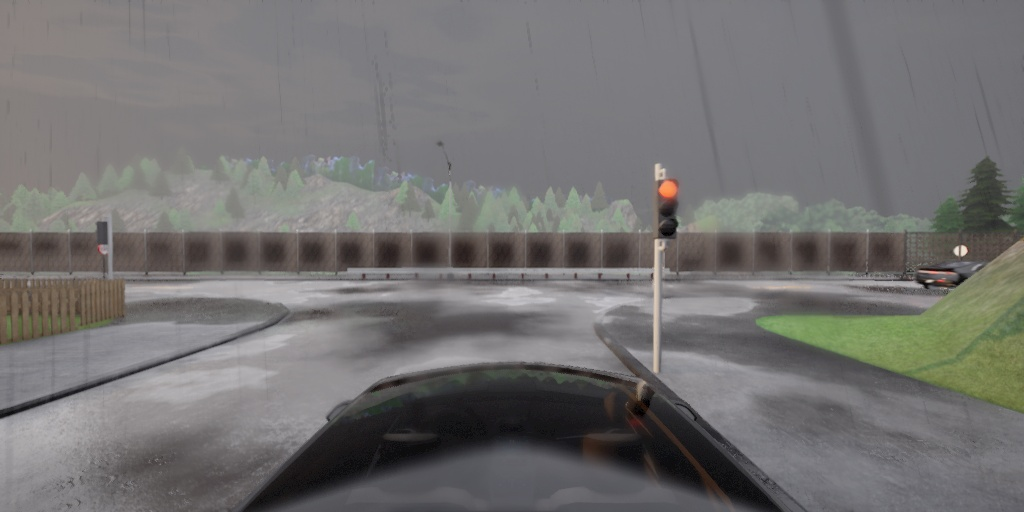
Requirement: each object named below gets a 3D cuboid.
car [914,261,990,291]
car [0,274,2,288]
[{"bbox_3d":[21.397,0.981,16.286,4.902,1.511,2.128,1,1,0],"label":"car"},{"bbox_3d":[-26.473,0.961,16.299,5.008,1.535,1.882,1,1,0],"label":"car"}]
